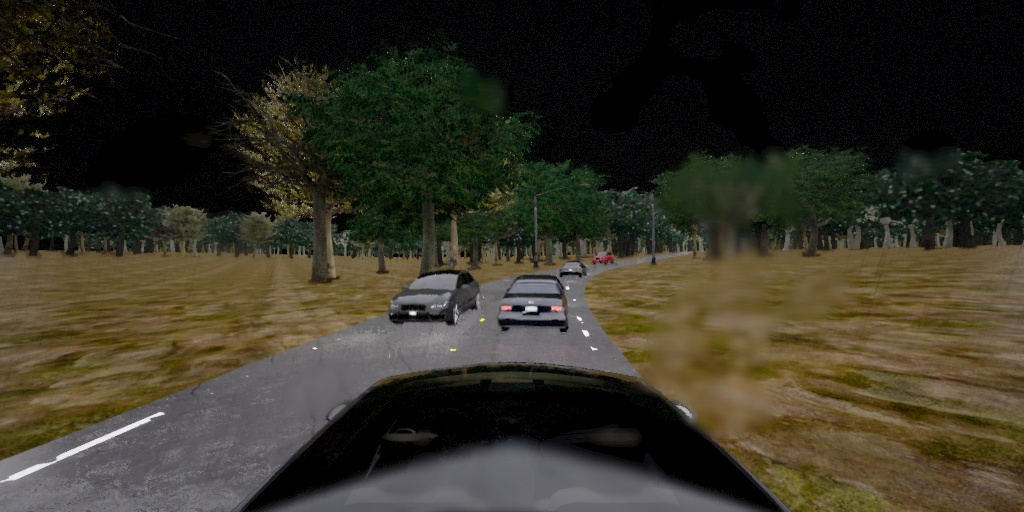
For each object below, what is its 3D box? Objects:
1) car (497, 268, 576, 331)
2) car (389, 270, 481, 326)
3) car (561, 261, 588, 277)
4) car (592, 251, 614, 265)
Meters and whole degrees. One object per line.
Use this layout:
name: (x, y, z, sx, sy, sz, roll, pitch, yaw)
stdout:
car: (0.762, 1.277, 10.922, 2.033, 1.411, 5.357, 0, 0, 7)
car: (-2.294, 1.239, 11.802, 1.837, 1.490, 4.892, 0, 0, 7)
car: (5.550, 1.117, 32.006, 1.994, 1.385, 4.181, 0, 1, 19)
car: (14.675, 0.310, 57.720, 2.150, 2.045, 5.566, -1, 1, 33)
